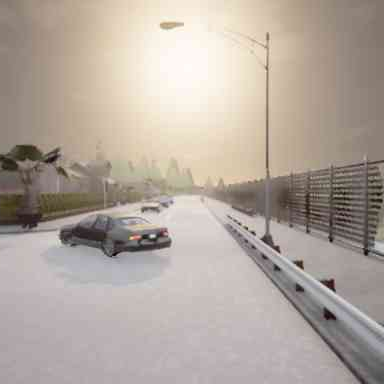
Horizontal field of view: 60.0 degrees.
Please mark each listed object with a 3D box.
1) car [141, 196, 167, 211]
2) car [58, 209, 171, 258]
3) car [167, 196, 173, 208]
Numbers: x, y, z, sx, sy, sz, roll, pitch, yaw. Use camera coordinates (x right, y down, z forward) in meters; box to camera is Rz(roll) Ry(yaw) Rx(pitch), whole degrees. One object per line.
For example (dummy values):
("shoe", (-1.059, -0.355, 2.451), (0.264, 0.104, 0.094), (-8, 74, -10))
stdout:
("car", (-4.097, 1.413, 34.640), (2.033, 1.411, 5.357), (0, 0, 0))
("car", (-3.131, 1.498, 12.707), (5.357, 1.411, 2.033), (0, 0, 44))
("car", (-4.064, 1.305, 44.485), (1.882, 1.535, 5.008), (0, 0, 0))
